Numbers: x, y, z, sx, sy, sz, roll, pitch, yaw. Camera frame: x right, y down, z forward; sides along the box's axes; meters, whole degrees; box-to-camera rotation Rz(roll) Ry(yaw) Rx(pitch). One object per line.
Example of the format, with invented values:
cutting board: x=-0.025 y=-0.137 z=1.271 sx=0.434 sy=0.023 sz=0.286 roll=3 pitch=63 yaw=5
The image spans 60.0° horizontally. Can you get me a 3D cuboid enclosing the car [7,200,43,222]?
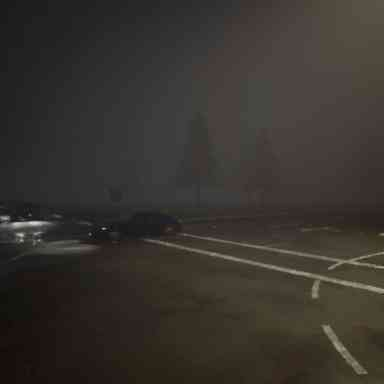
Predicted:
car: x=-13.383 y=1.567 z=26.836 sx=1.994 sy=1.385 sz=4.181 roll=0 pitch=0 yaw=-35

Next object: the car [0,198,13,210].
car: x=-24.862 y=1.553 z=43.389 sx=2.033 sy=1.411 sz=5.357 roll=0 pitch=0 yaw=-35

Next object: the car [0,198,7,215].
car: x=-18.376 y=1.530 z=34.027 sx=1.812 sy=1.442 sz=4.674 roll=0 pitch=0 yaw=-35

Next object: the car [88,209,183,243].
car: x=-2.627 y=1.585 z=16.092 sx=4.674 sy=1.442 sz=1.812 roll=0 pitch=0 yaw=-35
